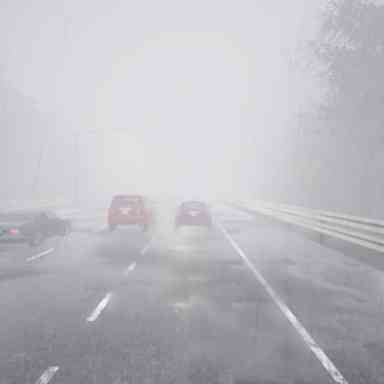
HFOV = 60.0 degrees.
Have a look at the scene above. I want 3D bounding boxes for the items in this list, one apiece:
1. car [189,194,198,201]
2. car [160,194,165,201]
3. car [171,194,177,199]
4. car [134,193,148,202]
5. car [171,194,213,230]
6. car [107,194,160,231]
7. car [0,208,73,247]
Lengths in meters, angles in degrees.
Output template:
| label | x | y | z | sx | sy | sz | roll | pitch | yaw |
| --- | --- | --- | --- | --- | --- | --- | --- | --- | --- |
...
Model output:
| label | x | y | z | sx | sy | sz | roll | pitch | yaw |
| --- | --- | --- | --- | --- | --- | --- | --- | --- | --- |
| car | 0.319 | 1.089 | 67.865 | 1.837 | 1.490 | 4.892 | 0 | 0 | 0 |
| car | -6.677 | 1.135 | 67.598 | 2.033 | 1.411 | 5.357 | 0 | 0 | 0 |
| car | -3.181 | 1.090 | 67.783 | 1.837 | 1.490 | 4.892 | 0 | 0 | 0 |
| car | -10.189 | 1.071 | 66.753 | 1.882 | 1.535 | 5.008 | 0 | 0 | 0 |
| car | 0.087 | 1.226 | 19.934 | 2.097 | 1.767 | 4.553 | 0 | 0 | 0 |
| car | -3.409 | 1.099 | 19.739 | 2.150 | 2.045 | 5.566 | 0 | 1 | 0 |
| car | -6.934 | 1.457 | 14.402 | 2.033 | 1.411 | 5.357 | 0 | 0 | 0 |
